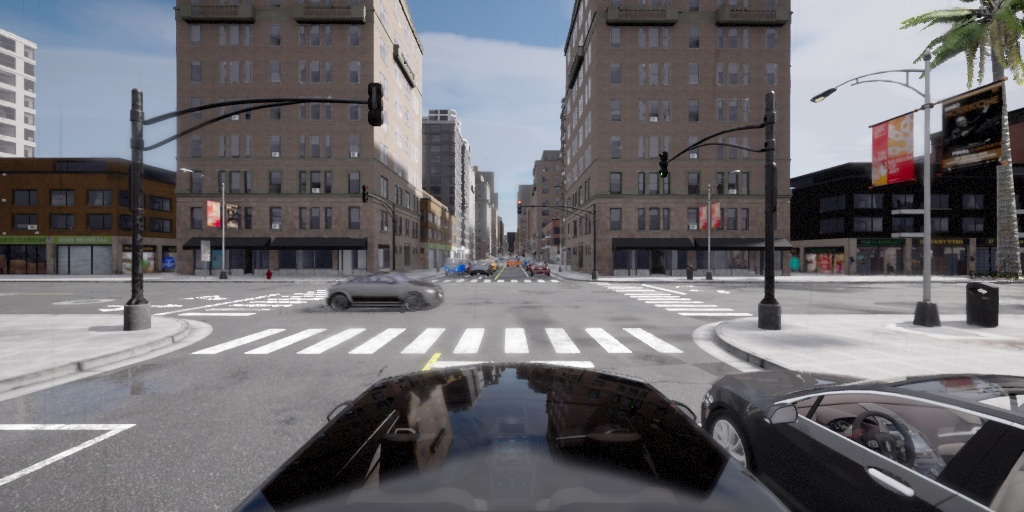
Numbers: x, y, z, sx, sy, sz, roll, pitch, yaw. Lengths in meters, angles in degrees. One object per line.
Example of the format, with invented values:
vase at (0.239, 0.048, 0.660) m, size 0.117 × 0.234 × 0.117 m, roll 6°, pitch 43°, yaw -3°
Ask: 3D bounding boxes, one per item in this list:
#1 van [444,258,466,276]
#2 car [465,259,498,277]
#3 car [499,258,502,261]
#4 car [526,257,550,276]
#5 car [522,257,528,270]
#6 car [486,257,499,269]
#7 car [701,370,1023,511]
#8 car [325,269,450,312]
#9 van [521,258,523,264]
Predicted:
van at (-5.782, 1.093, 36.418) m, size 1.690 × 1.789 × 3.998 m, roll 0°, pitch 0°, yaw 0°
car at (-2.997, 1.300, 36.608) m, size 2.033 × 1.411 × 5.357 m, roll 0°, pitch 0°, yaw 4°
car at (-2.968, 1.354, 56.228) m, size 1.895 × 1.301 × 4.718 m, roll 0°, pitch 0°, yaw 0°
car at (2.743, 1.192, 36.399) m, size 1.967 × 1.591 × 4.097 m, roll 0°, pitch 0°, yaw 0°
car at (2.771, 1.193, 47.737) m, size 1.967 × 1.591 × 4.097 m, roll 0°, pitch 0°, yaw 0°
car at (-3.001, 1.231, 46.309) m, size 1.882 × 1.535 × 5.008 m, roll 0°, pitch 0°, yaw 0°
car at (2.668, 1.300, 1.749) m, size 2.007 × 1.370 × 4.403 m, roll 0°, pitch 0°, yaw 0°
car at (-4.742, 1.312, 13.667) m, size 4.181 × 1.385 × 1.994 m, roll 0°, pitch 0°, yaw 0°
van at (2.799, 1.094, 59.076) m, size 1.690 × 1.789 × 3.998 m, roll 0°, pitch 0°, yaw 0°
